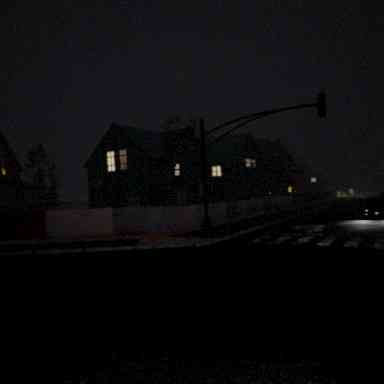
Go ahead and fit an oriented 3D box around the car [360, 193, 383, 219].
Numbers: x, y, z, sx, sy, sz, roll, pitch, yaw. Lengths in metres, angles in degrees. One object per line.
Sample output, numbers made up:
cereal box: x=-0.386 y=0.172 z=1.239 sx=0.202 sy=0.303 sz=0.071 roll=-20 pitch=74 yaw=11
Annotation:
car: x=13.158 y=1.070 z=23.502 sx=1.837 sy=1.490 sz=4.892 roll=-3 pitch=0 yaw=32
